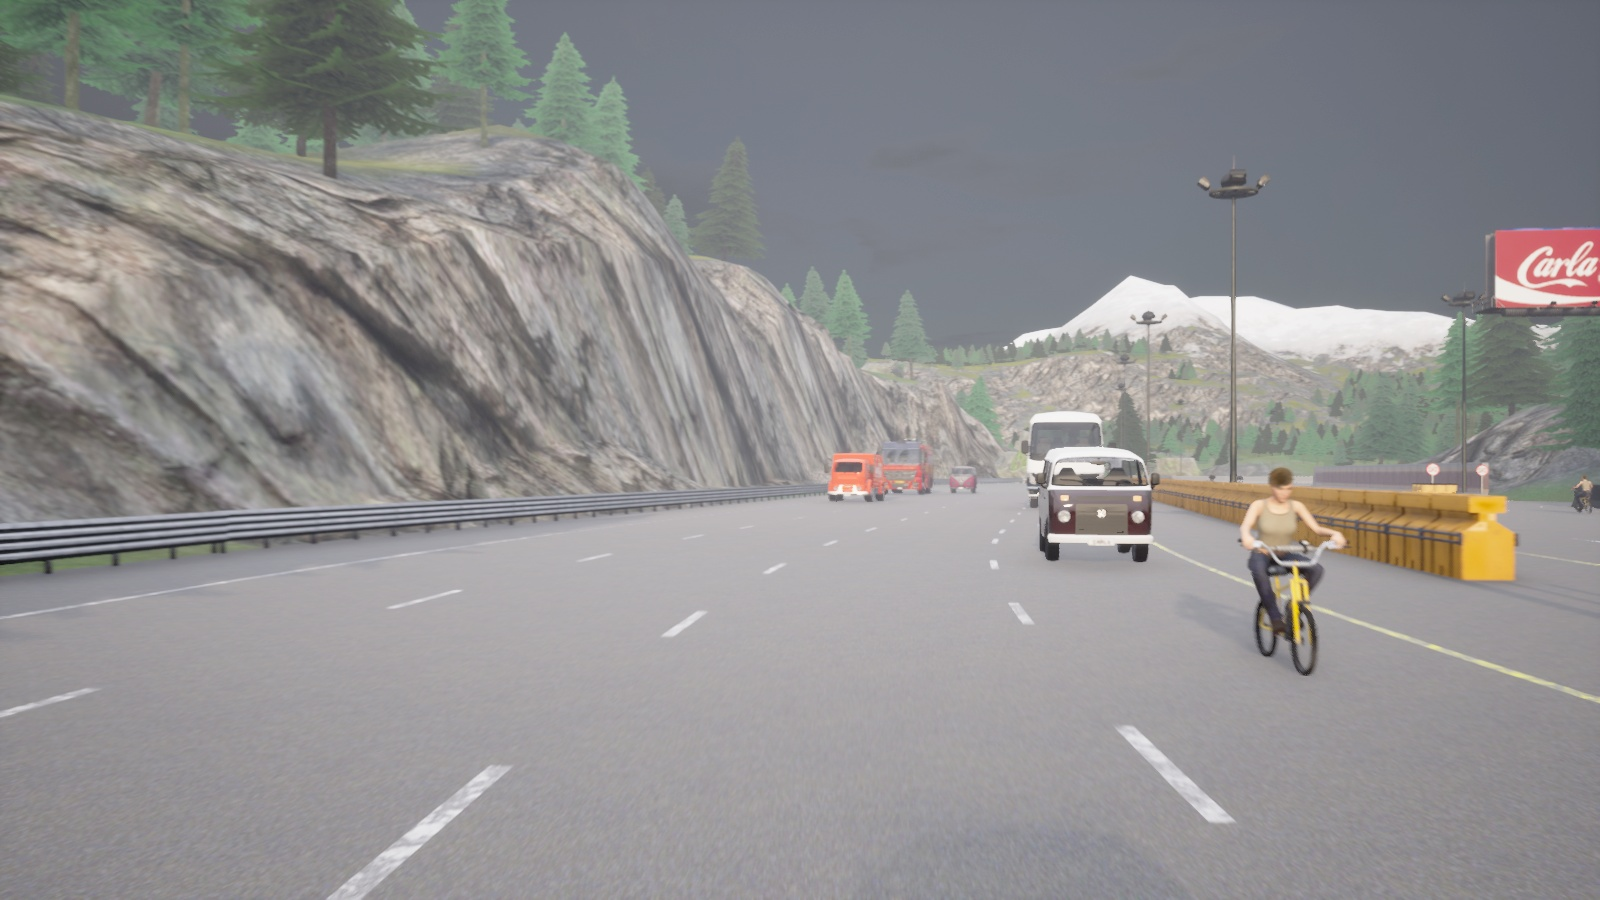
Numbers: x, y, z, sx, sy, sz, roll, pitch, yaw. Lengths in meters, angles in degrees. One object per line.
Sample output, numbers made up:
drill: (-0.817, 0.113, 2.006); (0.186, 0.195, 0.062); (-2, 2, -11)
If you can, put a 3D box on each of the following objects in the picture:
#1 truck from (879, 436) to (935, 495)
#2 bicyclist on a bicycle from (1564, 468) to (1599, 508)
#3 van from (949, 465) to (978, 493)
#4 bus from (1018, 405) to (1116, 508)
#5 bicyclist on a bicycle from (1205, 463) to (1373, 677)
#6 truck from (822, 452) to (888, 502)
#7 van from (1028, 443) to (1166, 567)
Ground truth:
truck: (7.465, 1.088, 86.878); (2.891, 3.827, 8.468); (0, -1, 12)
bicyclist on a bicycle: (32.507, 1.569, 52.131); (0.866, 1.612, 1.509); (0, -1, 11)
van: (11.921, 2.070, 91.165); (1.775, 1.987, 4.442); (0, -1, 12)
bus: (12.077, 0.372, 57.097); (3.944, 4.253, 10.273); (0, -1, 12)
bicyclist on a bicycle: (3.946, 0.916, 10.276); (0.866, 1.612, 1.509); (0, -1, 4)
truck: (2.901, 1.405, 64.601); (2.627, 2.467, 5.204); (0, -1, 12)
van: (5.352, 0.905, 23.164); (2.069, 2.038, 4.480); (0, 0, 8)
